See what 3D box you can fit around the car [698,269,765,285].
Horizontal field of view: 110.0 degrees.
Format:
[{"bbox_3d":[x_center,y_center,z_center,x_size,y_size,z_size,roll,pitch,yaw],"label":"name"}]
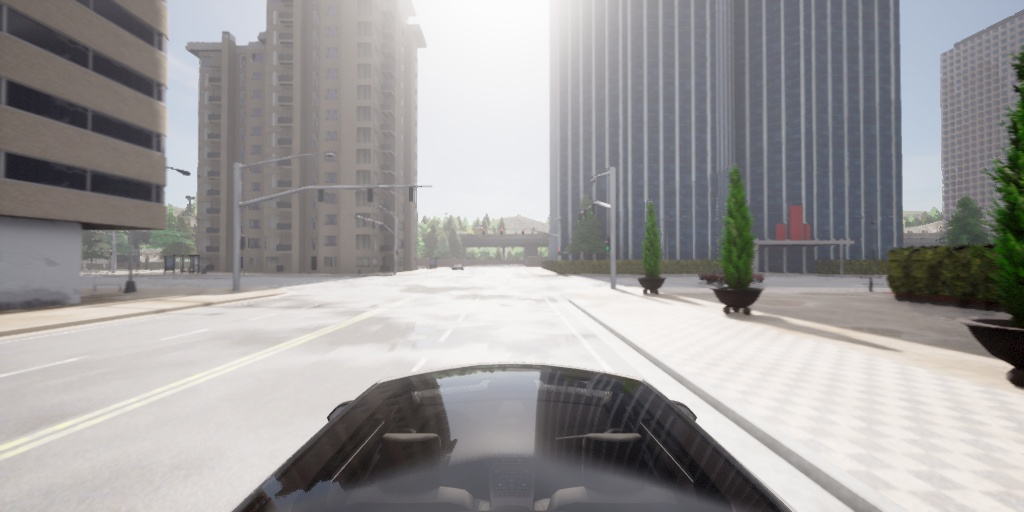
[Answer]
[{"bbox_3d":[18.374,1.722,30.065,4.718,1.301,1.895,0,-1,-1],"label":"car"}]
